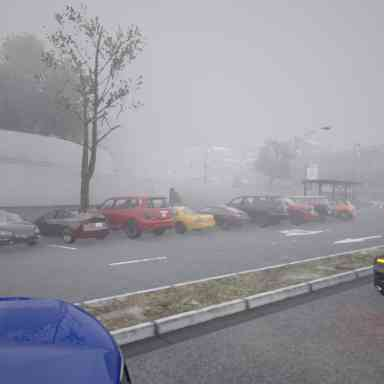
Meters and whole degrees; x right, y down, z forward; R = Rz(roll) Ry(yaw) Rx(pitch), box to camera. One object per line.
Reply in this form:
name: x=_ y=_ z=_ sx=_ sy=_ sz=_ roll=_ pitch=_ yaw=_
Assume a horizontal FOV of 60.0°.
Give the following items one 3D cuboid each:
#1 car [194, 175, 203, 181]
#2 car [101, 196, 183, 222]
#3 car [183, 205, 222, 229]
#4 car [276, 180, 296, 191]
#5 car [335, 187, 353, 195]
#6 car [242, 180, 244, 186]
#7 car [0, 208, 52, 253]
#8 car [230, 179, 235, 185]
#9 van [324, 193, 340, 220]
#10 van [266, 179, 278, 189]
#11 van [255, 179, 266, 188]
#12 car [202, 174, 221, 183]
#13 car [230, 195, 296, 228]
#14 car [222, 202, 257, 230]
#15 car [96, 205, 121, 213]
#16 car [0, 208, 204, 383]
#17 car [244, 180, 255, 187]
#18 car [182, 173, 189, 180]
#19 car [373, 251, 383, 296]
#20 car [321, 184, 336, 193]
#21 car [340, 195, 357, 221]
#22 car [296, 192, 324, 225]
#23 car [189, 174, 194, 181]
car: x=3.794 y=-3.697 z=88.467 sx=2.435 sy=2.045 sz=5.566 roll=7 pitch=3 yaw=34
car: x=-3.564 y=1.248 z=17.676 sx=5.566 sy=2.045 sz=2.435 roll=-1 pitch=-1 yaw=35
car: x=-1.240 y=1.503 z=19.499 sx=5.366 sy=1.575 sz=1.946 roll=-1 pitch=-1 yaw=35
car: x=19.341 y=-0.991 z=66.317 sx=2.231 sy=1.521 sz=4.892 roll=7 pitch=3 yaw=35
car: x=26.222 y=0.138 z=56.445 sx=2.002 sy=1.452 sz=4.674 roll=7 pitch=3 yaw=35
car: x=12.467 y=-2.042 z=76.217 sx=2.002 sy=1.452 sz=4.674 roll=7 pitch=4 yaw=35
car: x=-8.436 y=1.494 z=14.195 sx=4.892 sy=1.521 sz=2.231 roll=-1 pitch=-1 yaw=35
car: x=10.730 y=-2.316 z=78.683 sx=2.002 sy=1.452 sz=4.674 roll=7 pitch=3 yaw=35
van: x=8.860 y=1.297 z=26.238 sx=4.442 sy=1.987 sz=1.878 roll=-1 pitch=-1 yaw=35
van: x=17.586 y=-1.489 z=68.683 sx=1.878 sy=1.987 sz=4.442 roll=7 pitch=4 yaw=35
van: x=15.863 y=-1.763 z=71.158 sx=1.878 sy=1.987 sz=4.442 roll=7 pitch=4 yaw=35
car: x=5.640 y=-3.174 z=86.203 sx=1.946 sy=1.575 sz=5.366 roll=7 pitch=3 yaw=34
car: x=3.801 y=1.263 z=22.873 sx=5.566 sy=2.045 sz=2.435 roll=-1 pitch=-1 yaw=35
car: x=1.370 y=1.549 z=21.121 sx=4.674 sy=1.452 sz=2.002 roll=-1 pitch=-1 yaw=35
car: x=-6.012 y=1.524 z=15.936 sx=4.792 sy=1.488 sz=2.163 roll=-1 pitch=-1 yaw=35
car: x=-2.841 y=1.221 z=1.110 sx=5.566 sy=2.045 sz=2.150 roll=0 pitch=0 yaw=-35
car: x=14.294 y=-1.811 z=73.893 sx=1.946 sy=1.575 sz=5.366 roll=7 pitch=3 yaw=35
car: x=0.280 y=-4.083 z=93.410 sx=2.185 sy=1.767 sz=4.553 roll=4 pitch=1 yaw=34
car: x=5.853 y=1.515 z=7.278 sx=4.892 sy=1.490 sz=1.837 roll=0 pitch=0 yaw=-35
car: x=24.536 y=-0.425 z=58.921 sx=2.435 sy=2.045 sz=5.566 roll=7 pitch=3 yaw=35
car: x=11.272 y=1.404 z=27.983 sx=4.553 sy=1.767 sz=2.185 roll=-1 pitch=-1 yaw=35
car: x=6.318 y=1.268 z=24.573 sx=5.566 sy=2.045 sz=2.435 roll=-1 pitch=-1 yaw=35
car: x=2.005 y=-3.849 z=90.936 sx=2.185 sy=1.767 sz=4.553 roll=6 pitch=3 yaw=34
